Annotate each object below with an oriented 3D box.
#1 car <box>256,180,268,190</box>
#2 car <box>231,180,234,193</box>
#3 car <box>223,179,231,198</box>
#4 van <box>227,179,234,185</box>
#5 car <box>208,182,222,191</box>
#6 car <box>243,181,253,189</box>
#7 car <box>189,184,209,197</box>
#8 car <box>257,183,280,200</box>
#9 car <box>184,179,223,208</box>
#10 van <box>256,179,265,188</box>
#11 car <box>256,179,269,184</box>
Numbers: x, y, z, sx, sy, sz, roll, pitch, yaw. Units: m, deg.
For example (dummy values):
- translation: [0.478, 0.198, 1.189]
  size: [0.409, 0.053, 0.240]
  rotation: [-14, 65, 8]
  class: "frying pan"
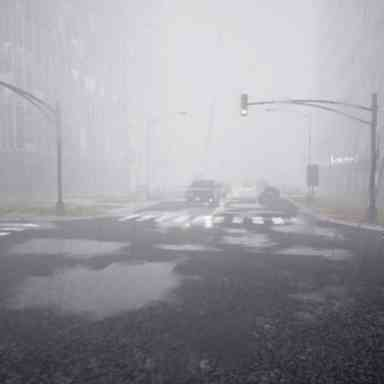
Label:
- translation: [12.654, -1.295, 60.162]
  size: [1.967, 1.590, 4.097]
  rotation: [0, 3, 10]
  class: "car"
- translation: [4.700, -0.563, 46.799]
  size: [2.033, 1.411, 5.357]
  rotation: [0, 3, 11]
  class: "car"
- translation: [2.709, -0.274, 36.018]
  size: [2.097, 1.767, 4.553]
  rotation: [0, 3, 10]
  class: "car"
- translation: [10.899, -2.909, 94.167]
  size: [1.690, 1.788, 3.998]
  rotation: [0, 3, 10]
  class: "van"
- translation: [3.905, -0.958, 56.160]
  size: [1.947, 1.339, 4.313]
  rotation: [0, 3, 10]
  class: "car"
- translation: [10.798, -1.384, 64.227]
  size: [1.812, 1.442, 4.674]
  rotation: [0, 3, 10]
  class: "car"
- translation: [0.907, -0.208, 39.868]
  size: [1.802, 1.307, 4.206]
  rotation: [0, 3, 10]
  class: "car"
- translation: [7.706, 0.055, 33.004]
  size: [1.947, 1.339, 4.313]
  rotation: [0, 3, 10]
  class: "car"
- translation: [0.912, 0.032, 26.247]
  size: [2.150, 2.045, 5.566]
  rotation: [0, 3, 11]
  class: "car"
- translation: [14.652, -1.887, 71.019]
  size: [1.690, 1.788, 3.998]
  rotation: [0, 3, 10]
  class: "van"
- translation: [11.654, -1.173, 54.724]
  size: [2.192, 1.841, 5.009]
  rotation: [0, 3, 10]
  class: "car"
